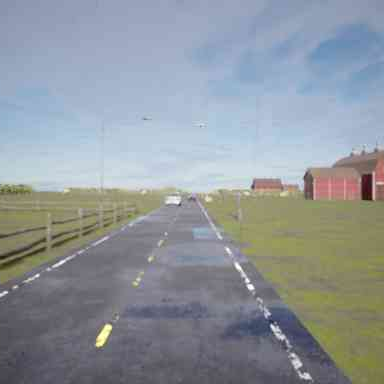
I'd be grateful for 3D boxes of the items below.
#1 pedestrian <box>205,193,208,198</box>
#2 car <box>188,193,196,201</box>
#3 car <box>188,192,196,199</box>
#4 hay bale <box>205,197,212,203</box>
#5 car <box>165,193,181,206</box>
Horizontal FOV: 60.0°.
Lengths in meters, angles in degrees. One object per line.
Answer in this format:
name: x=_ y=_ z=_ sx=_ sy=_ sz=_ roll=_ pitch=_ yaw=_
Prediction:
pedestrian: x=2.820 y=1.167 z=63.507 sx=0.375 sy=1.860 sz=0.375 roll=1 pitch=-1 yaw=2
car: x=-0.005 y=1.285 z=71.519 sx=1.895 sy=1.301 sz=4.718 roll=0 pitch=0 yaw=0
car: x=-0.006 y=1.020 z=87.195 sx=2.097 sy=1.767 sz=4.553 roll=0 pitch=0 yaw=0
hay bale: x=3.110 y=1.519 z=62.401 sx=1.220 sy=1.180 sz=1.240 roll=-1 pitch=-1 yaw=0
car: x=-2.816 y=1.110 z=51.267 sx=2.150 sy=2.045 sz=5.566 roll=0 pitch=0 yaw=0
